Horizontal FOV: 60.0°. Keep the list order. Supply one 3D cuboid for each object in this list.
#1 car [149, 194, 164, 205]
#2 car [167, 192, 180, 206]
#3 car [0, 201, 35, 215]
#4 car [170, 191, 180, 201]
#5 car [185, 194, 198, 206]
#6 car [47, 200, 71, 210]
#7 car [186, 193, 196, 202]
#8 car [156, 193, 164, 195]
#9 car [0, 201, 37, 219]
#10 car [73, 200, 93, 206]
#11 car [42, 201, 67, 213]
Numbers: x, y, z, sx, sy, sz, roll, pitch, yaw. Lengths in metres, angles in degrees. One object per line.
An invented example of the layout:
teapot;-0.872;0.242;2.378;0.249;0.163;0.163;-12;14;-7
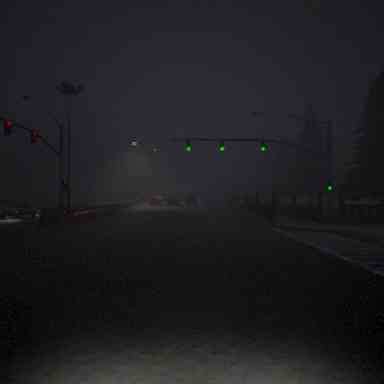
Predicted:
car;-7.020;1.734;63.144;1.994;1.385;4.181;0;3;0
car;-3.518;1.531;62.967;2.097;1.767;4.553;0;3;0
car;-21.108;1.926;40.264;1.882;1.535;5.008;0;-1;0
car;-3.674;0.823;72.891;2.097;1.767;4.553;0;6;0
car;-0.110;1.472;61.550;2.150;2.045;5.566;0;3;0
car;-21.114;2.068;53.060;1.994;1.385;4.181;0;1;1
car;-0.169;1.095;71.980;2.033;1.411;5.357;0;6;0
car;-7.175;0.928;73.087;1.882;1.535;5.008;0;6;0
car;-17.604;1.905;33.999;1.812;1.442;4.674;0;-1;0
car;-17.624;2.032;54.244;2.033;1.411;5.357;0;1;0
car;-17.614;2.004;42.940;1.812;1.442;4.674;0;-1;0
